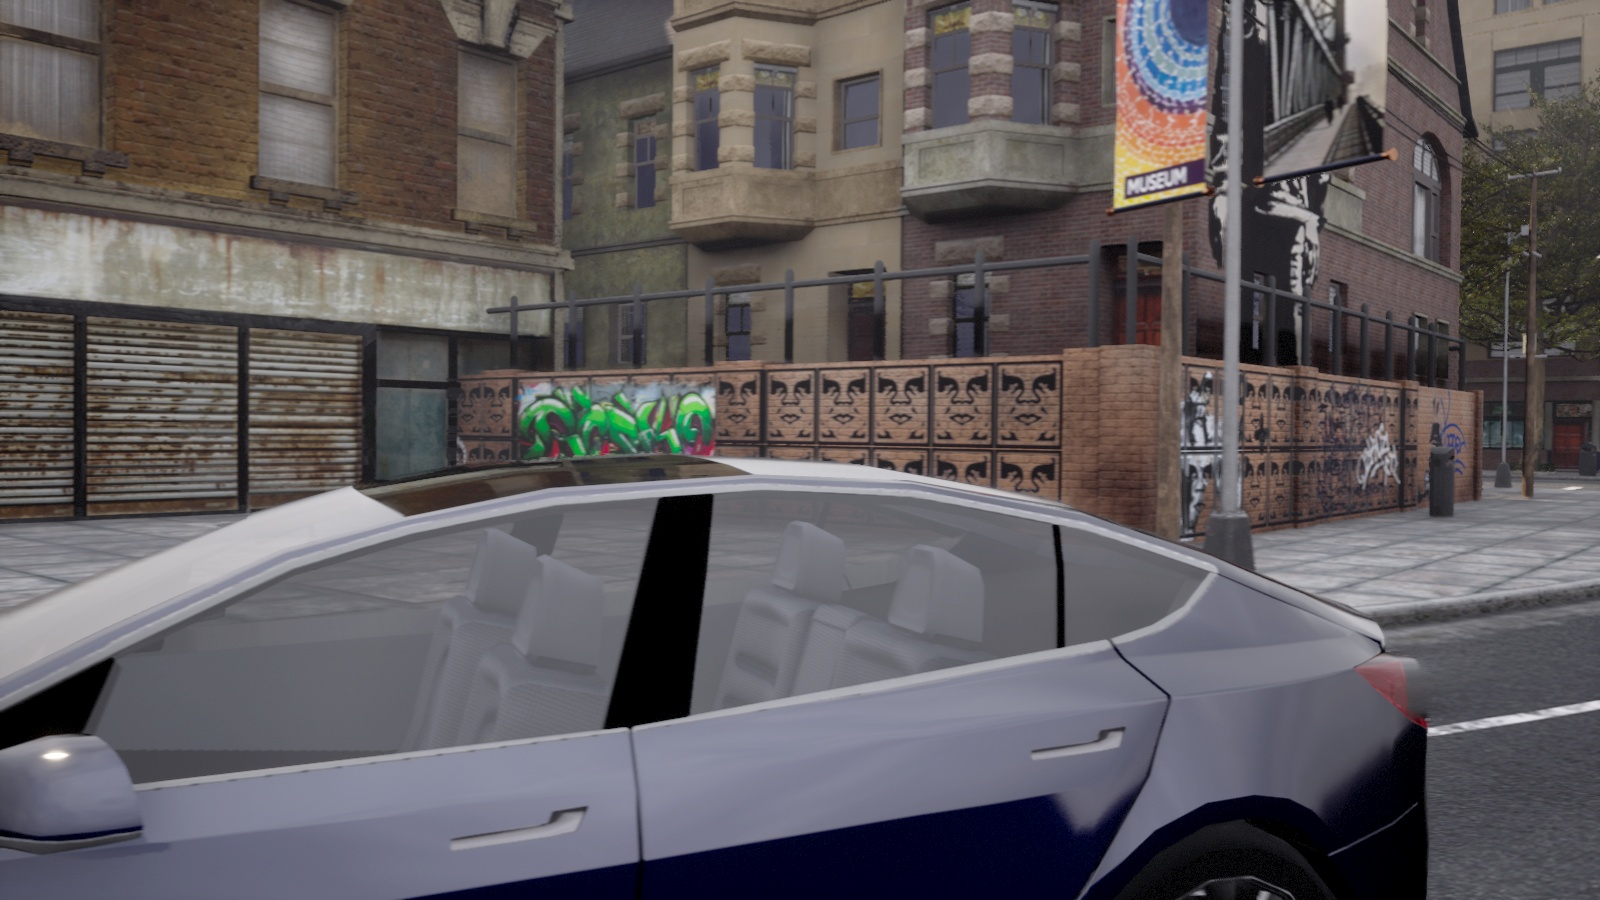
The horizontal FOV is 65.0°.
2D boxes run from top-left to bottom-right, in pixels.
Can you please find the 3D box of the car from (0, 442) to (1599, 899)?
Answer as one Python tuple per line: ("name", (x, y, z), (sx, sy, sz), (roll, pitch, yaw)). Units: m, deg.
("car", (-0.764, 0.761, 2.927), (4.792, 1.488, 2.163), (-1, 1, -22))
